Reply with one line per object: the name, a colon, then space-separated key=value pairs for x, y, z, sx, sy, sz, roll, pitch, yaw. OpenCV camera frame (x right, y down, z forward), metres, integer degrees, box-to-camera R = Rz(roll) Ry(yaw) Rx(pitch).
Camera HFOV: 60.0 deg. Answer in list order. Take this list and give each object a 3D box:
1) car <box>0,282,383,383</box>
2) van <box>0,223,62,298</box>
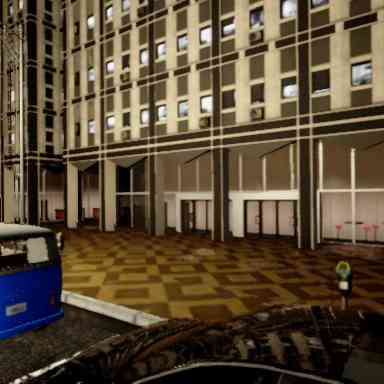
car: x=0.705 y=1.572 z=2.374 sx=4.313 sy=1.339 sz=1.947 roll=-1 pitch=-1 yaw=35
van: x=-3.931 y=1.398 z=5.683 sx=3.998 sy=1.788 sz=1.690 roll=-1 pitch=-1 yaw=36
